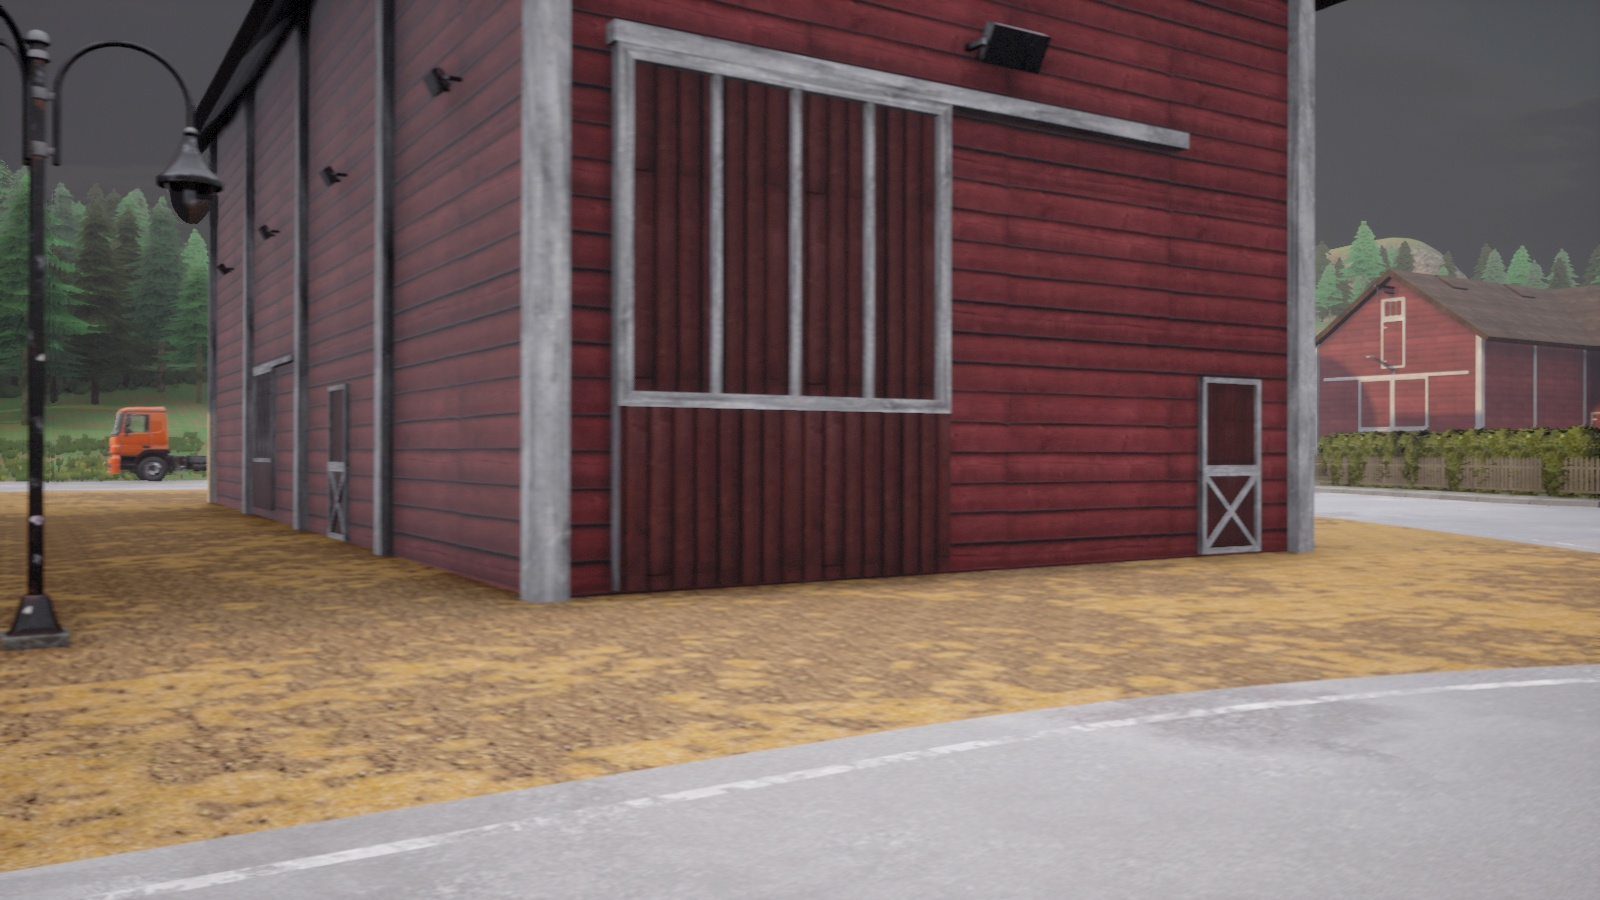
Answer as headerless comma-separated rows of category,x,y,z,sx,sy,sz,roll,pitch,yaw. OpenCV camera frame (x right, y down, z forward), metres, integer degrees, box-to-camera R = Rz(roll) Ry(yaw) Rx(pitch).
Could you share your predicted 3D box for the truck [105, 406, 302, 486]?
truck,-27.439,-0.179,57.927,7.936,3.462,2.891,0,0,-31
